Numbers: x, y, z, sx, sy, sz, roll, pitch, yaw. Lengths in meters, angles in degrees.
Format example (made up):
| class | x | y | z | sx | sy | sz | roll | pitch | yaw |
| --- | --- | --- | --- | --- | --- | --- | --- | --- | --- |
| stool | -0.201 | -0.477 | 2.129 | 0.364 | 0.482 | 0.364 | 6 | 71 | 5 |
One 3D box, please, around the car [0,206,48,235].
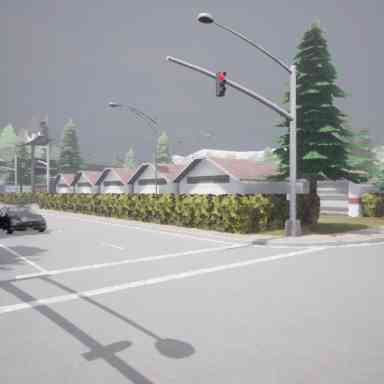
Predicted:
| class | x | y | z | sx | sy | sz | roll | pitch | yaw |
| --- | --- | --- | --- | --- | --- | --- | --- | --- | --- |
| car | -9.984 | 1.531 | 19.119 | 2.033 | 1.411 | 5.357 | 0 | 0 | -40 |
